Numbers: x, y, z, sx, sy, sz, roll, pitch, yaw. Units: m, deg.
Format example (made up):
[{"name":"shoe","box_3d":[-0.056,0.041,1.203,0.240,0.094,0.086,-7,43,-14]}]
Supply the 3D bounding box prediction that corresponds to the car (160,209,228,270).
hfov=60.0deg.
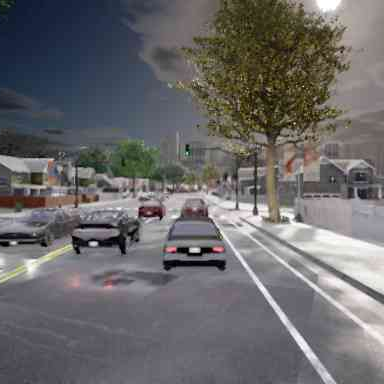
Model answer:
[{"name":"car","box_3d":[0.076,1.513,10.920,2.033,1.411,5.357,0,0,0]}]

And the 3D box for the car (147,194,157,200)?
[{"name":"car","box_3d":[-9.792,1.254,82.595,1.895,1.301,4.718,0,0,0]}]

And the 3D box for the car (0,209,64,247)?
[{"name":"car","box_3d":[-6.591,1.501,14.954,2.033,1.411,5.357,0,0,0]}]

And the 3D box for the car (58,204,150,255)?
[{"name":"car","box_3d":[-3.169,1.450,13.147,2.128,1.511,4.902,0,0,0]}]

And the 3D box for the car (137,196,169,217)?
[{"name":"car","box_3d":[-3.181,1.390,27.120,1.882,1.535,5.008,0,0,0]}]

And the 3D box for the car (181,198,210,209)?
[{"name":"car","box_3d":[0.301,1.267,26.371,2.097,1.767,4.553,0,0,3]}]

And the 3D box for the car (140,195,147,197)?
[{"name":"car","box_3d":[-9.784,1.342,67.060,1.895,1.301,4.718,0,0,0]}]

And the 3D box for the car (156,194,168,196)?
[{"name":"car","box_3d":[-6.540,1.254,67.174,2.128,1.511,4.902,0,0,0]}]

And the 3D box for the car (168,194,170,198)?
[{"name":"car","box_3d":[-6.542,1.136,82.626,1.882,1.535,5.008,0,0,0]}]
